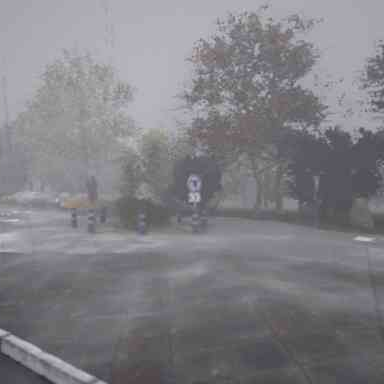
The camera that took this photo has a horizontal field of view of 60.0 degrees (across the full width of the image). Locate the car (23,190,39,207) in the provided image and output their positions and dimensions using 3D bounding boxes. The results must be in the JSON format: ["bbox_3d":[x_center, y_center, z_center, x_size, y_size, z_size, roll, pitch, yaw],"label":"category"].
[{"bbox_3d":[-14.139,0.819,34.073,2.163,1.488,4.792,3,1,36],"label":"car"}]

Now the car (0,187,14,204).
[{"bbox_3d":[-18.710,0.590,37.199,1.946,1.575,5.366,3,1,36],"label":"car"}]

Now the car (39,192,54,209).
[{"bbox_3d":[-11.959,0.757,32.565,2.185,1.767,4.553,3,1,36],"label":"car"}]

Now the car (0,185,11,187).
[{"bbox_3d":[-23.056,0.146,40.621,2.435,2.045,5.566,3,1,36],"label":"car"}]

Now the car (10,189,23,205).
[{"bbox_3d":[-16.363,0.731,35.721,2.002,1.452,4.674,3,1,36],"label":"car"}]

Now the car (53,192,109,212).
[{"bbox_3d":[-9.743,0.980,30.910,2.097,1.535,5.008,3,1,36],"label":"car"}]
